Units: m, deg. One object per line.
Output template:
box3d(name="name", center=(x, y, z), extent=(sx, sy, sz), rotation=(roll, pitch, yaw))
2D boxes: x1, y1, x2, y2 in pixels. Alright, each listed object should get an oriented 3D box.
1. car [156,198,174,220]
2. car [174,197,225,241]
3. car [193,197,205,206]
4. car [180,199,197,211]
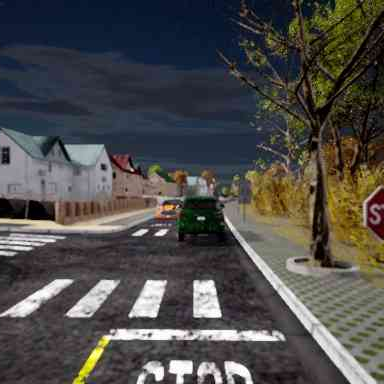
box3d(name="car", center=(-1.787, 1.420, 29.112), extent=(2.097, 1.767, 4.553), rotation=(0, 0, 4))
box3d(name="car", center=(0.509, 1.249, 16.978), extent=(2.150, 2.045, 5.566), rotation=(0, 0, 2))
box3d(name="car", center=(1.317, 1.742, 60.776), extent=(1.812, 1.442, 4.674), rotation=(0, 0, 7))
box3d(name="car", center=(-0.483, 1.699, 45.303), extent=(1.812, 1.442, 4.674), rotation=(0, 0, 6))
